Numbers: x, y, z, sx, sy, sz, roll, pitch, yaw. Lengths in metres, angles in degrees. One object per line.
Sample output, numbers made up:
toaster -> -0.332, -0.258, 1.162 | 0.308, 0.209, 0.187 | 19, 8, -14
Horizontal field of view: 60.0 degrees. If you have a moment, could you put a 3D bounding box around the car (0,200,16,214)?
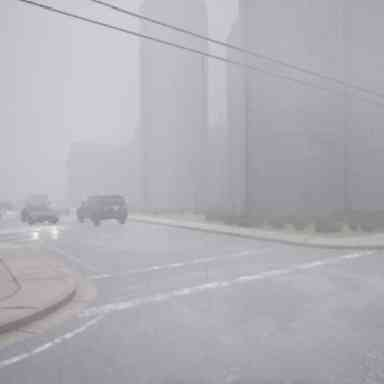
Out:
car -> -24.658, 1.762, 43.366 | 1.895, 1.301, 4.718 | -1, 0, -35

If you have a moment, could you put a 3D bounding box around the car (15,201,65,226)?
car -> -11.311, 1.617, 24.466 | 2.033, 1.411, 5.357 | -1, 0, -35

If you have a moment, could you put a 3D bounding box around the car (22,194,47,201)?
car -> -19.992, 1.343, 42.951 | 2.150, 2.045, 5.566 | -1, 0, -34

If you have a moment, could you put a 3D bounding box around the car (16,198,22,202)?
car -> -26.175, 1.641, 51.559 | 1.882, 1.535, 5.008 | -1, 0, -35

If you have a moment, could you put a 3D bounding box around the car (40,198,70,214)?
car -> -14.266, 1.608, 34.956 | 1.812, 1.442, 4.674 | -1, 0, -35

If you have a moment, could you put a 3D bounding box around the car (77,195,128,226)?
car -> -6.580, 1.248, 24.190 | 2.150, 2.045, 5.566 | -1, 0, -35
